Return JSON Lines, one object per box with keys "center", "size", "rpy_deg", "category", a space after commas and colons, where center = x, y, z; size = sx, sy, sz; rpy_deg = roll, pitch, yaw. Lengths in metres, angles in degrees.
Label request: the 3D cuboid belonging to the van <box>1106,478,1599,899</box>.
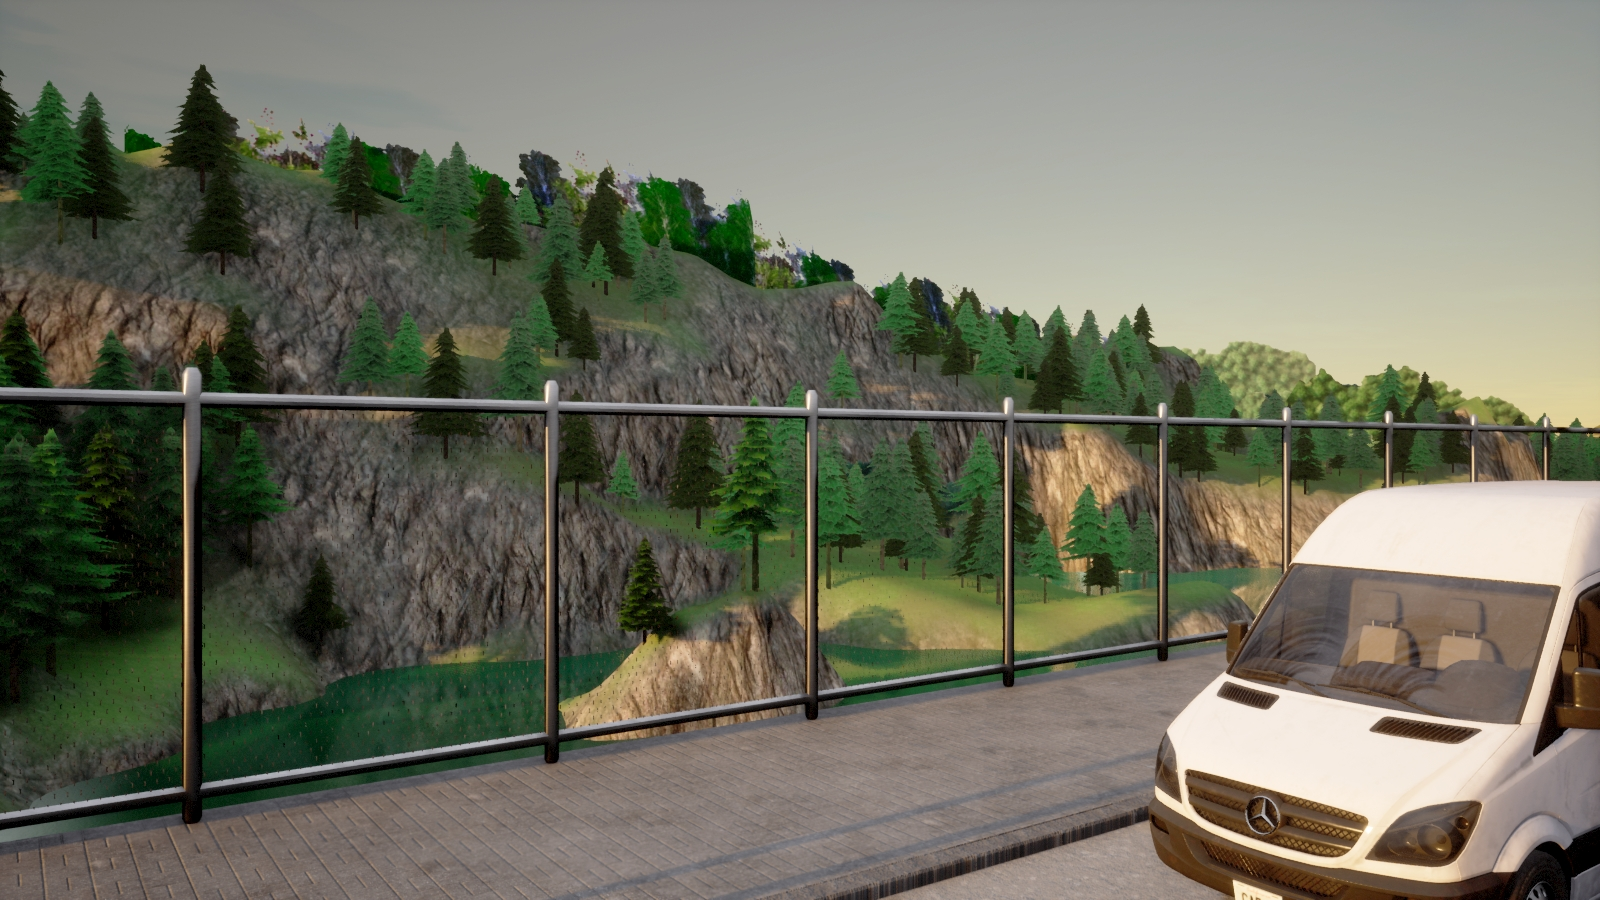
{"center": [4.843, 1.531, 7.777], "size": [5.915, 2.561, 1.988], "rpy_deg": [0, 0, -35], "category": "van"}
